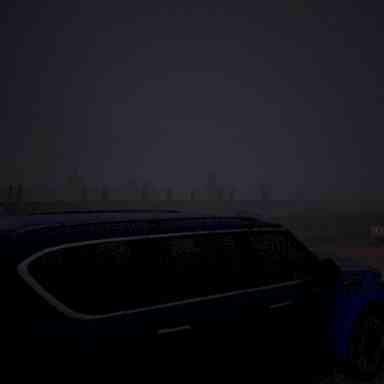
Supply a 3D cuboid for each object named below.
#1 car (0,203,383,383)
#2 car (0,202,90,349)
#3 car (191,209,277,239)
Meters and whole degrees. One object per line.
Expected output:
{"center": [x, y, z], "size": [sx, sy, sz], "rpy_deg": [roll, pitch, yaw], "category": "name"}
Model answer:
{"center": [0.113, 1.242, 3.828], "size": [5.566, 2.045, 2.150], "rpy_deg": [1, 0, -36], "category": "car"}
{"center": [-4.590, 1.210, 4.771], "size": [5.566, 2.045, 2.150], "rpy_deg": [1, 0, -36], "category": "car"}
{"center": [2.434, 1.717, 18.617], "size": [4.718, 1.301, 1.895], "rpy_deg": [1, 0, -35], "category": "car"}
